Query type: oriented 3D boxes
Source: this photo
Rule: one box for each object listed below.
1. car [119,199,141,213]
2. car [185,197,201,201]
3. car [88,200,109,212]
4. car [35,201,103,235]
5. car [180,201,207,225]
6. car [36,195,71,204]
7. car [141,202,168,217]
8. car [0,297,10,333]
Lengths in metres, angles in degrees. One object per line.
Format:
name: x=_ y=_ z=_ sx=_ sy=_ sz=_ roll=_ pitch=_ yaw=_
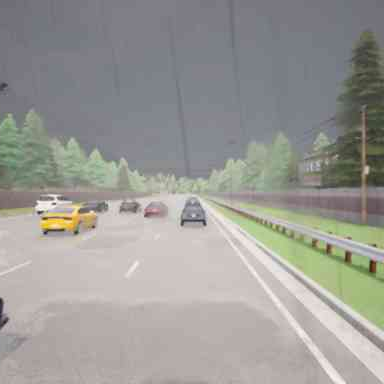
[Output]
car: x=-6.900 y=1.563 z=37.592 sx=2.128 sy=1.511 sz=4.902 roll=0 pitch=0 yaw=0
car: x=0.103 y=1.436 z=45.760 sx=2.097 sy=1.767 sz=4.553 roll=0 pitch=0 yaw=0
car: x=-10.398 y=1.560 z=36.306 sx=2.128 sy=1.511 sz=4.902 roll=0 pitch=0 yaw=0
car: x=-6.900 y=1.513 z=19.212 sx=1.882 sy=1.535 sz=5.008 roll=0 pitch=0 yaw=0
car: x=0.101 y=1.593 z=24.173 sx=2.033 sy=1.411 sz=5.357 roll=0 pitch=0 yaw=0
car: x=-13.897 y=1.286 z=34.028 sx=2.150 sy=2.045 sz=5.566 roll=0 pitch=0 yaw=0
car: x=-3.398 y=1.624 z=32.139 sx=1.994 sy=1.385 sz=4.181 roll=0 pitch=0 yaw=0
car: x=-3.399 y=1.605 z=2.368 sx=1.895 sy=1.301 sz=4.718 roll=0 pitch=0 yaw=0
